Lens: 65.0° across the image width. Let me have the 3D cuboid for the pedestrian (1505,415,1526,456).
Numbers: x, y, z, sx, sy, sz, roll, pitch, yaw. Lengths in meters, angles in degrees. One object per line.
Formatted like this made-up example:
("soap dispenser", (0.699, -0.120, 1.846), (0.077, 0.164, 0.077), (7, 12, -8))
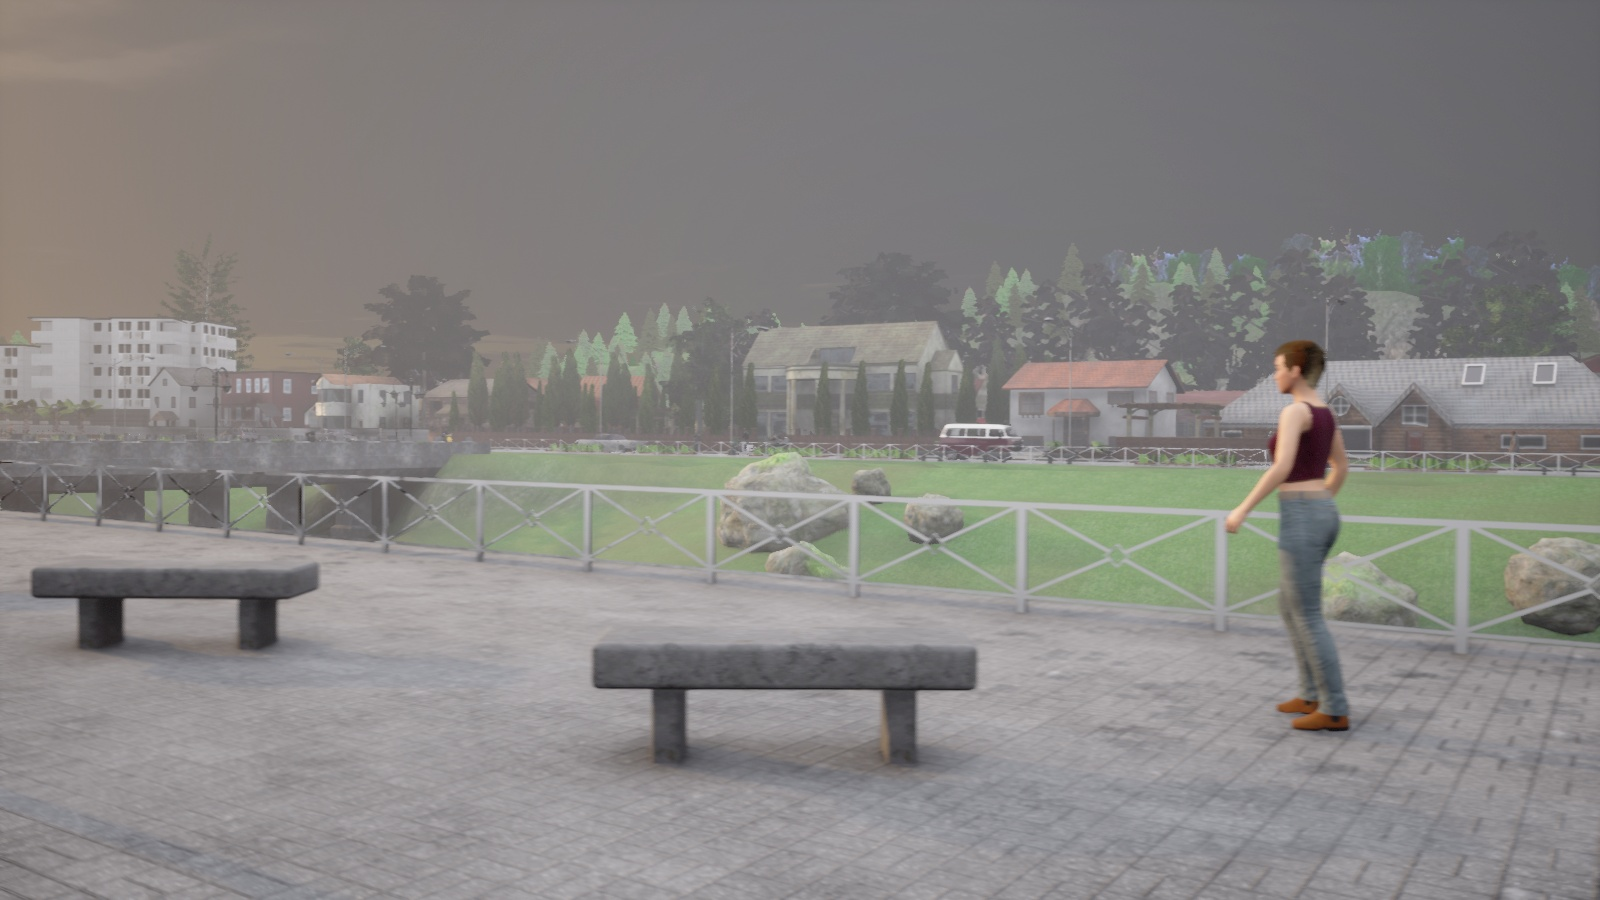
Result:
("pedestrian", (34.574, -0.700, 60.698), (0.873, 1.952, 0.659), (0, 1, 32))

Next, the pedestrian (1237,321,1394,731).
("pedestrian", (2.440, 0.338, 5.958), (0.345, 1.836, 0.594), (-1, 1, -43))

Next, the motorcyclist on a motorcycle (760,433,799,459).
("motorcyclist on a motorcycle", (-1.202, -0.236, 74.247), (2.191, 1.530, 0.866), (0, 1, 34))

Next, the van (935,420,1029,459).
("van", (9.714, -0.547, 66.985), (4.480, 2.038, 2.069), (0, 1, 34))

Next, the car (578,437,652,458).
("car", (-12.018, -0.171, 81.439), (4.718, 1.301, 1.895), (0, 1, 34))
